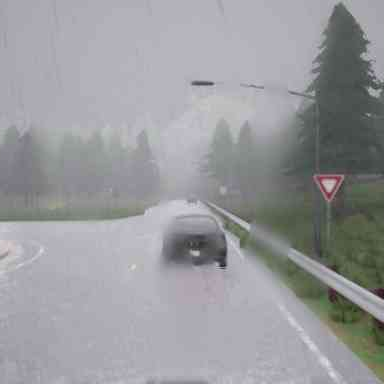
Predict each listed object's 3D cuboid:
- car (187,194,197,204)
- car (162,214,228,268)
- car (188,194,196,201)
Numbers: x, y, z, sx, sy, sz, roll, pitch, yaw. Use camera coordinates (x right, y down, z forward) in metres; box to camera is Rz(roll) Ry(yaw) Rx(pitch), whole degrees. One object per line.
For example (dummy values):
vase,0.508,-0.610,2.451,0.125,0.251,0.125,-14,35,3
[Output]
car,0.000,1.551,64.332,1.895,1.301,4.718,0,0,0
car,0.067,1.468,11.232,1.882,1.535,5.008,0,0,0
car,0.000,1.270,74.295,1.837,1.490,4.892,0,0,0
